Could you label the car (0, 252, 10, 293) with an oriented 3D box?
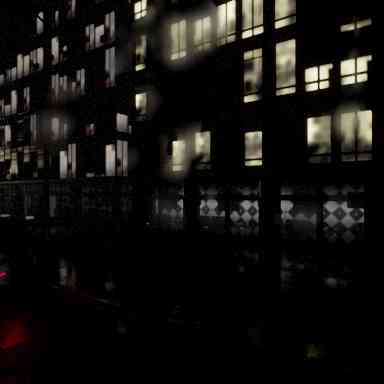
[{"bbox_3d":[-5.852,1.527,7.432,4.674,1.442,1.812,0,0,36],"label":"car"}]
